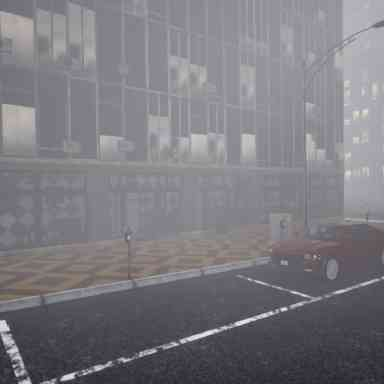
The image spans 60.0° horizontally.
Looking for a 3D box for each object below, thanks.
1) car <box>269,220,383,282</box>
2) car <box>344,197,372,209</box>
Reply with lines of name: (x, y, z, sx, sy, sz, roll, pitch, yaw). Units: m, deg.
car: (4.154, 1.542, 9.716, 4.507, 1.381, 1.887, 0, -1, -36)
car: (18.691, 1.275, 39.598, 1.752, 1.417, 4.829, -1, 1, -35)
